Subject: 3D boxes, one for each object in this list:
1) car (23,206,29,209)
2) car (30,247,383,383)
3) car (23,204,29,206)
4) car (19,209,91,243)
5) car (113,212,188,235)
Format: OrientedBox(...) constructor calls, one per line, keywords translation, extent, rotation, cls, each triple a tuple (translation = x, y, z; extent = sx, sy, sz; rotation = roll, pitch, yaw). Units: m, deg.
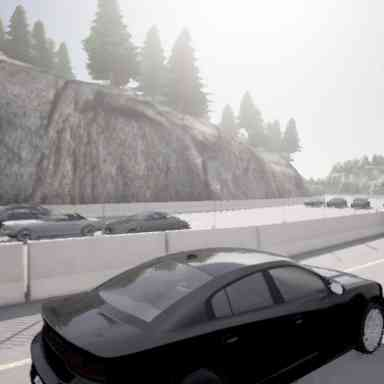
OrientedBox(translation=(-10.029, 1.643, 18.433), extent=(4.718, 1.301, 1.895), rotation=(0, 0, -37), cls="car")
OrientedBox(translation=(0.662, 1.485, 4.369), extent=(5.008, 1.535, 1.882), rotation=(0, 0, -37), cls="car")
OrientedBox(translation=(-11.503, 1.554, 21.723), extent=(4.892, 1.490, 1.837), rotation=(0, 0, -37), cls="car")
OrientedBox(translation=(-6.783, 1.637, 16.502), extent=(4.718, 1.301, 1.895), rotation=(0, 0, -37), cls="car")
OrientedBox(translation=(-2.110, 1.594, 15.731), extent=(4.181, 1.385, 1.994), rotation=(0, 0, -38), cls="car")
